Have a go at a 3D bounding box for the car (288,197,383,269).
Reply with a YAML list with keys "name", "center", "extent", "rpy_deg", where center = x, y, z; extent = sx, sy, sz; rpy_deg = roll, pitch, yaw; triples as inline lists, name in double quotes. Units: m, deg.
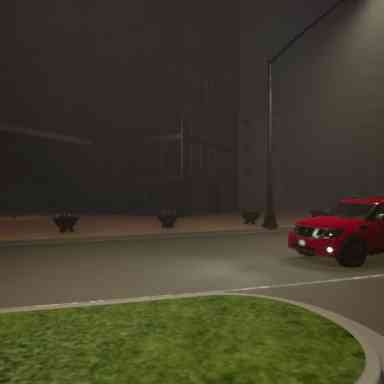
- name: "car"
  center: [6.035, 1.220, 11.286]
  extent: [5.566, 2.045, 2.150]
  rpy_deg: [0, 0, -20]
